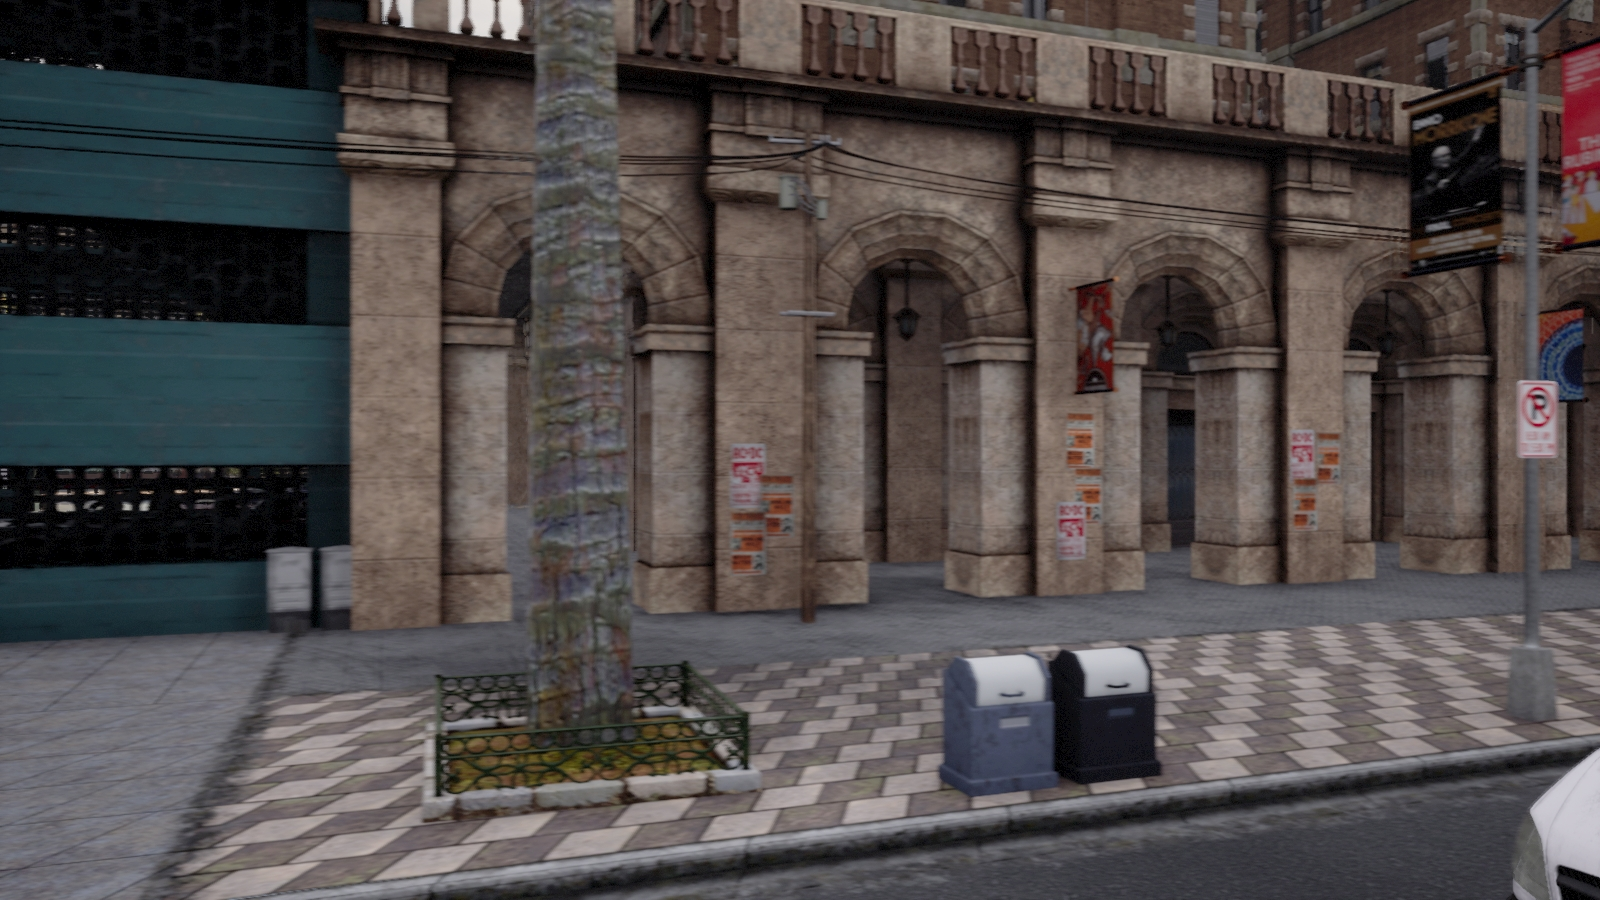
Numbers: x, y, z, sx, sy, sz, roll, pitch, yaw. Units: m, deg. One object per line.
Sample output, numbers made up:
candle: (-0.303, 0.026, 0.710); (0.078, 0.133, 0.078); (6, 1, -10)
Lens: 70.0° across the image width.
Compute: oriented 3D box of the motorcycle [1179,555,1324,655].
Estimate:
motorcycle: (6.427, 2.184, 16.287); (1.805, 1.236, 0.856); (0, 0, -20)

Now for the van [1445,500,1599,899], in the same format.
van: (6.214, 1.536, 5.564); (5.915, 2.561, 1.988); (0, 0, -20)

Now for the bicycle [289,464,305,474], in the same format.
bicycle: (-58.088, 2.205, 132.029); (1.643, 1.196, 0.373); (0, 0, -20)
